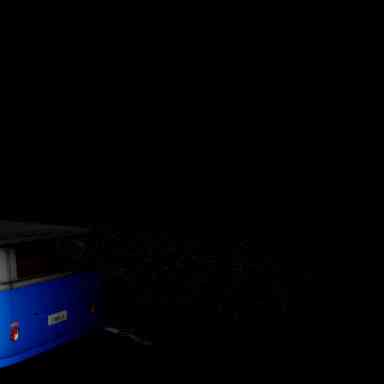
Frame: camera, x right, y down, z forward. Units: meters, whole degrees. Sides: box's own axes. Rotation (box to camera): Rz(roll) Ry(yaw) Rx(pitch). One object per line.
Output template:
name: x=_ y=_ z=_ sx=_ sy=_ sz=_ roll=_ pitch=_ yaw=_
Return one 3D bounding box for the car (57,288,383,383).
car: x=1.369 y=1.545 z=1.987 sx=4.507 sy=1.381 sz=1.887 roll=0 pitch=0 yaw=36

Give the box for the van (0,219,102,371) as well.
van: x=-3.189 y=1.341 z=5.256 sx=3.998 sy=1.788 sz=1.690 roll=0 pitch=0 yaw=36
